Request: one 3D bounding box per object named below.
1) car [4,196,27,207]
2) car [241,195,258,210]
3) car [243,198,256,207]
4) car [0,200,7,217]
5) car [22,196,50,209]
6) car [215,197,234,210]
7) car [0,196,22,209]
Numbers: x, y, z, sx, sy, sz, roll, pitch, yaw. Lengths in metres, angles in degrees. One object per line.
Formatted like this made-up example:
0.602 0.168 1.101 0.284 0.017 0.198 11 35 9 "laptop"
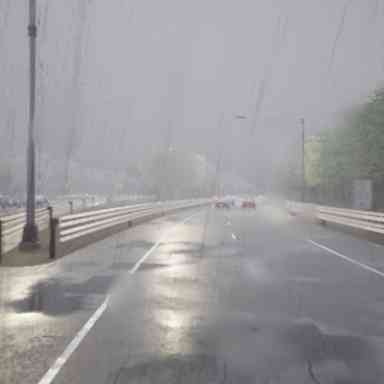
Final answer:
-28.109 1.487 53.029 1.994 1.385 4.181 0 2 -9 "car"
7.897 1.610 46.345 1.882 1.535 5.008 0 0 11 "car"
9.836 1.720 56.554 2.033 1.411 5.357 0 0 11 "car"
-15.079 1.515 23.591 1.994 1.385 4.181 0 0 -13 "car"
-18.758 1.424 40.752 1.882 1.535 5.008 0 0 -11 "car"
4.306 1.592 46.195 1.882 1.535 5.008 0 0 11 "car"
-22.745 1.272 43.201 2.097 1.767 4.553 0 0 -10 "car"
